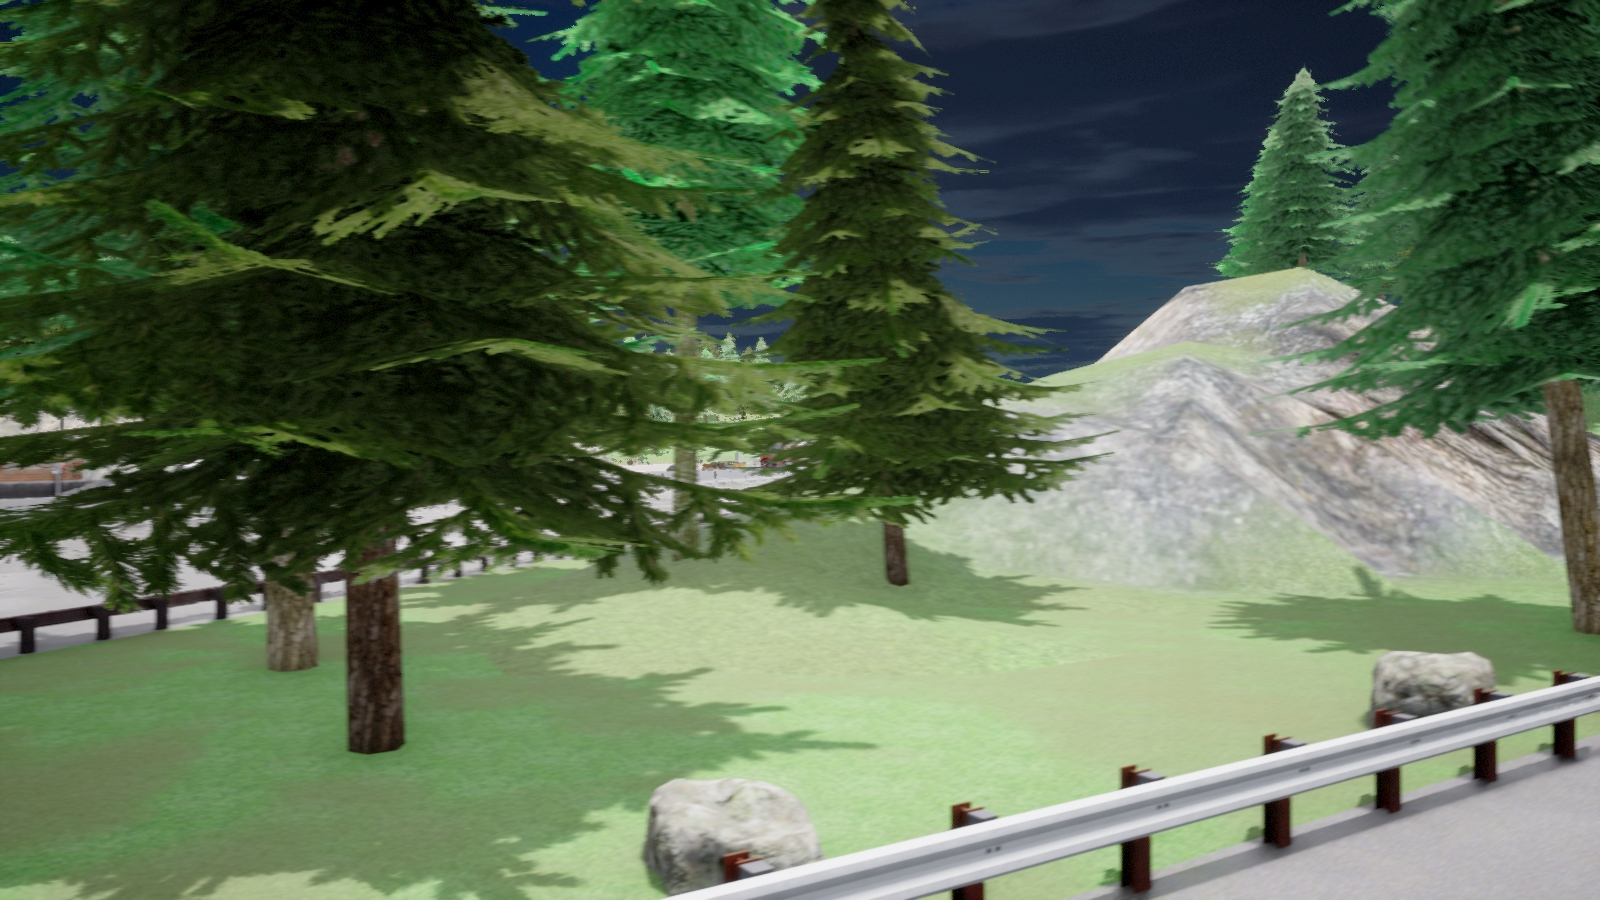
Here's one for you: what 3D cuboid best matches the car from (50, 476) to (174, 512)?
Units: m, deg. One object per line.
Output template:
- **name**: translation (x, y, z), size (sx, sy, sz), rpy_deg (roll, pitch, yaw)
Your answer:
- **car**: translation (-32.743, 2.055, 54.558), size (2.163, 1.488, 4.792), rpy_deg (0, 0, 18)
